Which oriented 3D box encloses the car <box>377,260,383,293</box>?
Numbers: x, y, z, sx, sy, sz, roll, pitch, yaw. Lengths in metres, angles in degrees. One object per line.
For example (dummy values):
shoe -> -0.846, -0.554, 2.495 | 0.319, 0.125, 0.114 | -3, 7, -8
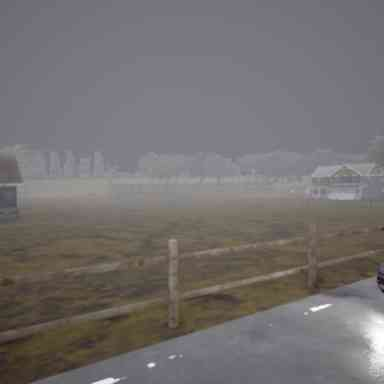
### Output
car -> 5.975, 1.478, 7.353 | 4.674, 1.442, 1.812 | 0, 0, -35
